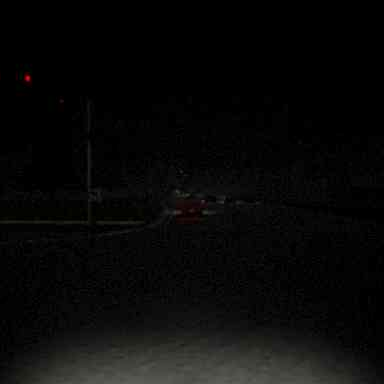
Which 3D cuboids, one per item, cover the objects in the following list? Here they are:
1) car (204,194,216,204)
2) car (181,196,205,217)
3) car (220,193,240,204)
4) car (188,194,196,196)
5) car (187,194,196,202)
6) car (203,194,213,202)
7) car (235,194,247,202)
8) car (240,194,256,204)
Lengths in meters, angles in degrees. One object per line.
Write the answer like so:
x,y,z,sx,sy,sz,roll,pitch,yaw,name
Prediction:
3.464,1.357,61.226,1.837,1.490,4.892,0,0,0,car
-0.018,1.404,30.616,1.882,1.535,5.008,0,0,0,car
6.964,1.344,61.228,2.128,1.511,4.902,0,0,0,car
-0.036,1.203,61.610,2.097,1.767,4.553,0,0,0,car
-0.042,1.236,71.643,1.837,1.490,4.892,0,0,0,car
3.458,1.236,71.645,1.837,1.490,4.892,0,0,0,car
10.458,1.261,71.650,1.812,1.442,4.674,0,0,0,car
10.464,1.331,61.230,1.882,1.535,5.008,0,0,0,car
